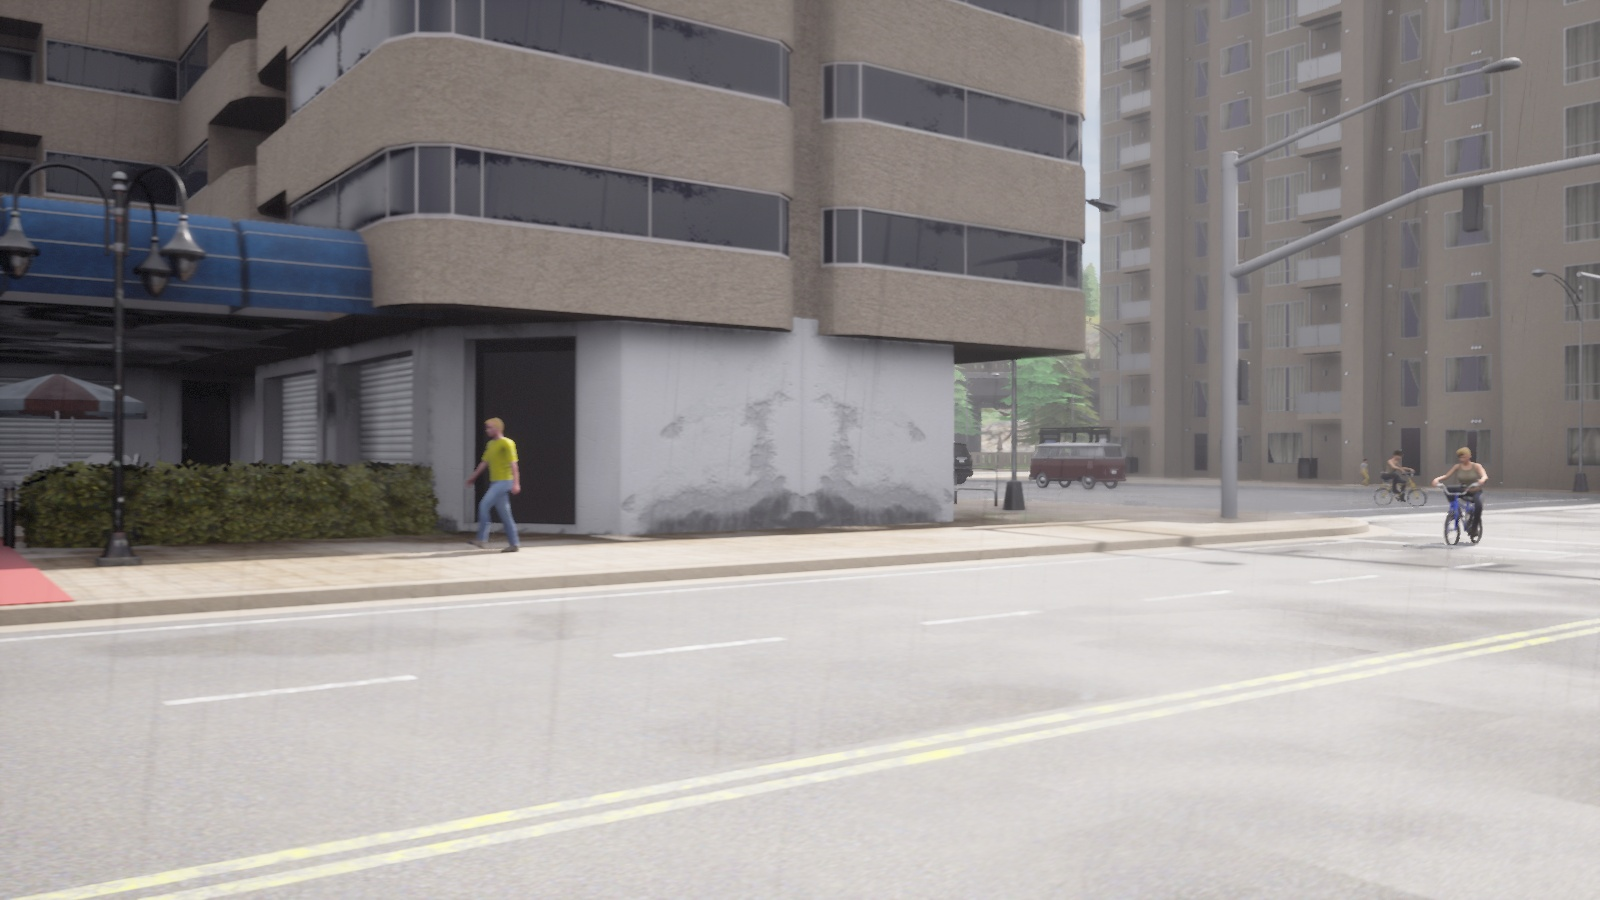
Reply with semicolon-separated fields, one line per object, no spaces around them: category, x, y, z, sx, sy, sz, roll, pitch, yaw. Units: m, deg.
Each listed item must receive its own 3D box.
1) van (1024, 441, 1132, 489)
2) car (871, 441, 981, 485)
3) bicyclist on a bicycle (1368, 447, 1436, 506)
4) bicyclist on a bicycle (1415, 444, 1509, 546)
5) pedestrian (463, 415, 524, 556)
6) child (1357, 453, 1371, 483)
van;11.867;0.618;53.942;1.775;1.987;4.442;0;0;-37
car;6.110;0.618;61.640;2.150;2.045;5.566;0;0;-37
bicyclist on a bicycle;16.992;0.739;35.466;0.866;1.612;1.509;1;-1;-39
bicyclist on a bicycle;10.873;0.713;20.607;1.509;1.612;0.866;0;-1;-41
pedestrian;-4.055;0.459;16.631;0.706;1.836;0.354;0;0;-39
child;23.993;0.774;53.411;0.270;1.263;0.437;0;0;-35
